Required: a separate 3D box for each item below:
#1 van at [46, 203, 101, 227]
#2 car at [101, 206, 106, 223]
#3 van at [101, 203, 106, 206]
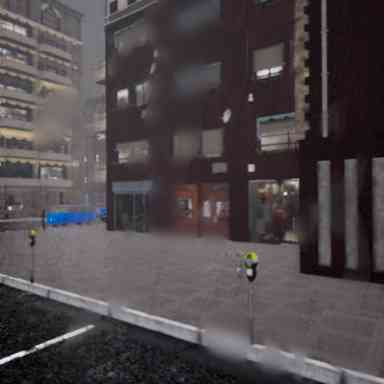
[{"bbox_3d":[-9.930,1.953,27.460,1.690,1.788,3.998,-2,-2,35],"label":"van"},{"bbox_3d":[-6.855,2.286,32.066,1.947,1.339,4.313,-2,-2,35],"label":"car"},{"bbox_3d":[-10.484,2.242,41.380,1.690,1.788,3.998,-2,-2,35],"label":"van"}]
